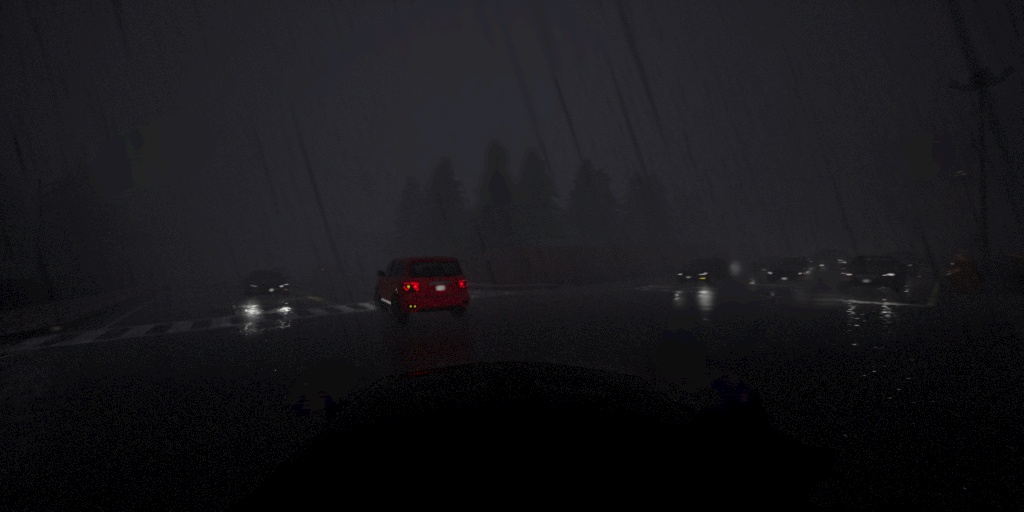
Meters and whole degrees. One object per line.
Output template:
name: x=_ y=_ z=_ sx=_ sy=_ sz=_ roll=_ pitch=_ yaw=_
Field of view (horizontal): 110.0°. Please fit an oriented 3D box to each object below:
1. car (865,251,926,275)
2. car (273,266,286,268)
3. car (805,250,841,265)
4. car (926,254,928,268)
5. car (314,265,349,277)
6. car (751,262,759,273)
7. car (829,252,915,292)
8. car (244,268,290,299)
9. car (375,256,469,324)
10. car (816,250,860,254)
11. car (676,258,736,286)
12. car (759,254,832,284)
car: x=24.978 y=0.496 z=23.314 sx=4.902 sy=1.511 sz=2.128 roll=-2 pitch=0 yaw=-39
car: x=-28.947 y=2.040 z=44.555 sx=2.128 sy=1.511 sz=4.902 roll=-2 pitch=0 yaw=-39
car: x=35.389 y=0.178 z=40.754 sx=4.902 sy=1.511 sz=2.128 roll=-2 pitch=0 yaw=-39
car: x=34.121 y=0.297 z=30.735 sx=4.181 sy=1.385 sz=1.994 roll=-2 pitch=0 yaw=-39
car: x=-23.362 y=1.874 z=46.547 sx=2.128 sy=1.511 sz=4.902 roll=-2 pitch=0 yaw=13
car: x=21.360 y=0.704 z=29.387 sx=4.718 sy=1.301 sz=1.895 roll=-2 pitch=0 yaw=-39
car: x=16.916 y=0.736 z=16.764 sx=4.902 sy=1.511 sz=2.128 roll=-2 pitch=0 yaw=-39
car: x=-14.807 y=1.664 z=21.625 sx=1.837 sy=1.490 sz=4.892 roll=-2 pitch=0 yaw=-39
car: x=-3.389 y=1.058 z=12.795 sx=2.150 sy=2.045 sz=5.566 roll=-1 pitch=0 yaw=-29
car: x=24.808 y=0.357 z=27.675 sx=4.553 sy=1.767 sz=2.097 roll=-2 pitch=0 yaw=-39
car: x=11.812 y=0.893 z=21.663 sx=4.892 sy=1.490 sz=1.837 roll=-2 pitch=0 yaw=-38
car: x=16.954 y=0.787 z=21.298 sx=5.357 sy=1.411 sz=2.033 roll=-2 pitch=0 yaw=-39
